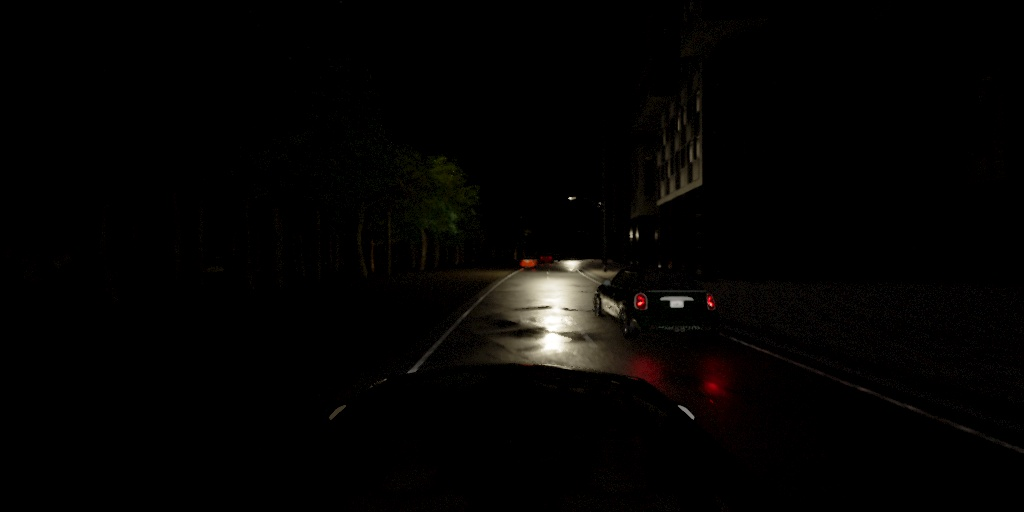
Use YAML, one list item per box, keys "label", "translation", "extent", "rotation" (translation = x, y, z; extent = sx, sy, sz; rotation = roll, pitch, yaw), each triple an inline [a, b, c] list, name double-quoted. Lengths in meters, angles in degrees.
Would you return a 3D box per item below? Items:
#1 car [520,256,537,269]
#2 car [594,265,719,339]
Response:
- label: "car"
  translation: [2.383, 0.816, 50.506]
  extent: [2.097, 1.767, 4.553]
  rotation: [0, 1, 8]
- label: "car"
  translation: [3.766, 1.096, 10.204]
  extent: [2.097, 1.767, 4.553]
  rotation: [0, 0, 1]
